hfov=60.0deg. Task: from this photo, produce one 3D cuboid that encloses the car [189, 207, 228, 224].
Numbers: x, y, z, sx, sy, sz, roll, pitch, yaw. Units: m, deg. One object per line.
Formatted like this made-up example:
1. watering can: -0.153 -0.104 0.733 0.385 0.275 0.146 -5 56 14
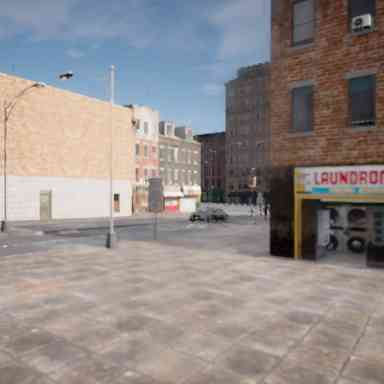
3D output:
1. car: 1.562 2.086 30.177 1.994 1.385 4.181 0 -1 36
